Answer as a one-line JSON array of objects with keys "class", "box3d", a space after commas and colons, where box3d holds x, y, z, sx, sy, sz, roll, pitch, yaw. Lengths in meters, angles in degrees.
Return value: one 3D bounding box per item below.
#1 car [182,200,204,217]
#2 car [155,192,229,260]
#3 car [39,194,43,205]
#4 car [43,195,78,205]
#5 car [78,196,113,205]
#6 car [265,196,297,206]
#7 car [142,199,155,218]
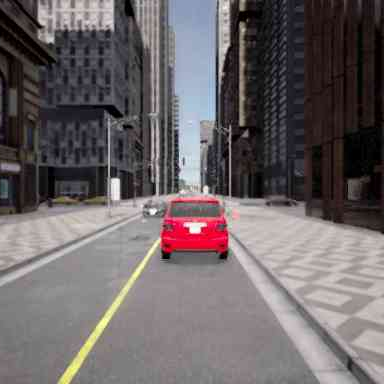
[{"class": "car", "box3d": [0.094, 1.473, 30.499, 1.895, 1.301, 4.718, 0, 0, 0]}, {"class": "car", "box3d": [0.096, 1.172, 12.327, 2.150, 2.045, 5.566, 0, 0, 0]}, {"class": "car", "box3d": [-26.061, 1.172, 53.100, 5.009, 1.841, 2.192, 0, 0, 0]}, {"class": "car", "box3d": [-20.629, 1.368, 53.068, 4.829, 1.417, 1.752, 0, 0, 0]}, {"class": "car", "box3d": [-15.027, 1.353, 53.035, 4.829, 1.417, 1.752, 0, 0, 0]}, {"class": "car", "box3d": [11.886, 1.206, 44.351, 4.097, 1.590, 1.967, 0, 0, 0]}, {"class": "car", "box3d": [-3.074, 1.373, 28.586, 2.128, 1.511, 4.902, 0, 0, 0]}]
